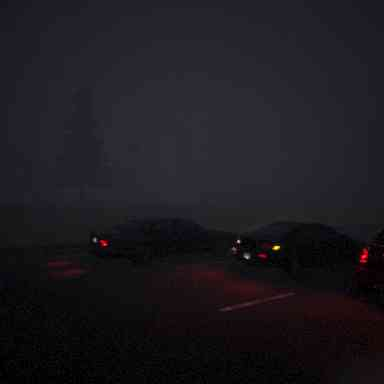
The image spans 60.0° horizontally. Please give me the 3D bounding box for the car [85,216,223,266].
[{"bbox_3d":[-0.857,1.561,11.610,5.357,1.411,2.033,1,0,-32],"label":"car"}]

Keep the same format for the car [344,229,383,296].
[{"bbox_3d":[5.851,1.433,7.533,4.553,1.767,2.097,1,0,-32],"label":"car"}]

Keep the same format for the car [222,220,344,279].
[{"bbox_3d":[3.432,1.586,10.162,4.674,1.442,1.812,2,-1,-32],"label":"car"}]
